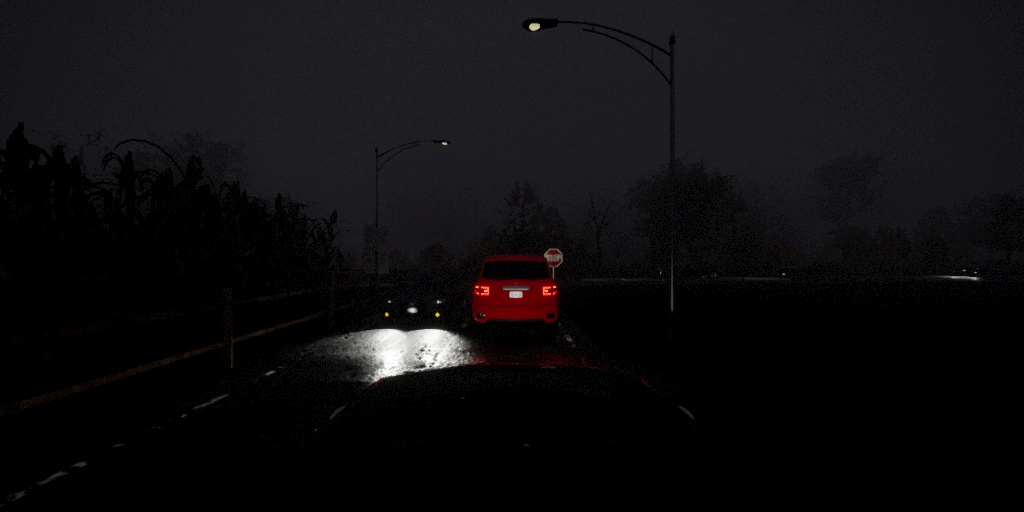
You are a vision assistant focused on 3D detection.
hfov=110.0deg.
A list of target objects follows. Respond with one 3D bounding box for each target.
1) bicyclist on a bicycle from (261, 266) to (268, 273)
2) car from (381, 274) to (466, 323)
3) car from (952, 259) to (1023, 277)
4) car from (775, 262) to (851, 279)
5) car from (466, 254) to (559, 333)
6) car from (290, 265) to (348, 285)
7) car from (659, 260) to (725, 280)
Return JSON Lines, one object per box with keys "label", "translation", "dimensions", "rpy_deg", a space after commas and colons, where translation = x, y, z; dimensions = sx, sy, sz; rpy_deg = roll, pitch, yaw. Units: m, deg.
{"label": "bicyclist on a bicycle", "translation": [-22.471, 1.346, 32.472], "dimensions": [0.582, 1.620, 1.656], "rpy_deg": [0, 0, 1]}
{"label": "car", "translation": [-2.725, 1.313, 11.928], "dimensions": [1.994, 1.385, 4.181], "rpy_deg": [0, 0, 1]}
{"label": "car", "translation": [38.270, 0.967, 28.729], "dimensions": [4.181, 1.385, 1.994], "rpy_deg": [0, 0, 1]}
{"label": "car", "translation": [24.138, 1.128, 28.912], "dimensions": [4.718, 1.301, 1.895], "rpy_deg": [-1, 0, 1]}
{"label": "car", "translation": [0.095, 0.971, 10.833], "dimensions": [2.150, 2.045, 5.566], "rpy_deg": [0, 0, 0]}
{"label": "car", "translation": [-14.750, 1.335, 26.411], "dimensions": [5.008, 1.535, 1.882], "rpy_deg": [-1, 0, 1]}
{"label": "car", "translation": [14.502, 1.100, 29.024], "dimensions": [4.902, 1.511, 2.128], "rpy_deg": [0, 0, 1]}
